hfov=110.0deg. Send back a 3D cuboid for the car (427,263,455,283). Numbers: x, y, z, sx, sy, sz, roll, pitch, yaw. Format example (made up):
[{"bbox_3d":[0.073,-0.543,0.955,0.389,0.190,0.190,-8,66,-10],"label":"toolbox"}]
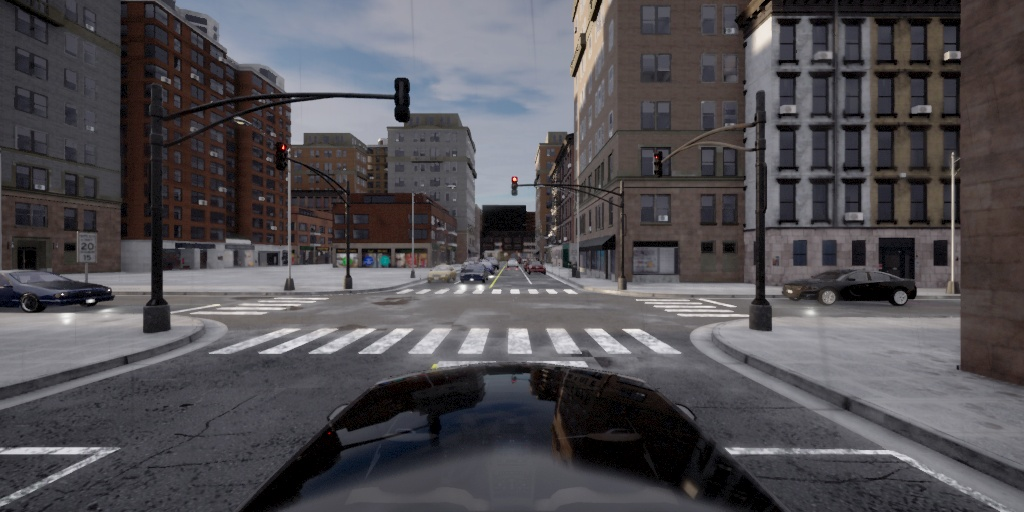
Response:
[{"bbox_3d":[-5.384,1.276,27.912,1.751,1.417,4.829,0,0,0],"label":"car"}]

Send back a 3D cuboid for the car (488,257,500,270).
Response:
[{"bbox_3d":[-2.821,1.230,51.926,1.882,1.535,5.008,0,0,0],"label":"car"}]

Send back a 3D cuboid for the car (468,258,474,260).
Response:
[{"bbox_3d":[-5.382,1.302,45.068,2.007,1.370,4.403,0,0,0],"label":"car"}]

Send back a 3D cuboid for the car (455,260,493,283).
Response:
[{"bbox_3d":[-2.845,1.298,28.165,2.033,1.411,5.357,0,0,0],"label":"car"}]

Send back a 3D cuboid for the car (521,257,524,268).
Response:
[{"bbox_3d":[2.644,1.066,45.066,2.192,1.841,5.009,0,0,0],"label":"car"}]

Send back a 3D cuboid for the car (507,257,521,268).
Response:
[{"bbox_3d":[0.112,1.279,61.904,1.812,1.442,4.674,0,0,0],"label":"car"}]

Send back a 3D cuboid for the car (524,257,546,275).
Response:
[{"bbox_3d":[2.643,1.191,39.404,1.967,1.591,4.097,0,0,0],"label":"car"}]

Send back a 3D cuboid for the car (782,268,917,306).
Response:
[{"bbox_3d":[14.774,1.310,15.873,5.008,1.535,1.882,0,0,-1],"label":"car"}]

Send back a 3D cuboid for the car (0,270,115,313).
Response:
[{"bbox_3d":[-17.802,1.216,12.888,5.357,1.411,2.033,0,0,0],"label":"car"}]

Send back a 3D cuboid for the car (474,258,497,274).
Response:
[{"bbox_3d":[-2.846,1.277,38.263,1.812,1.442,4.674,0,0,0],"label":"car"}]
